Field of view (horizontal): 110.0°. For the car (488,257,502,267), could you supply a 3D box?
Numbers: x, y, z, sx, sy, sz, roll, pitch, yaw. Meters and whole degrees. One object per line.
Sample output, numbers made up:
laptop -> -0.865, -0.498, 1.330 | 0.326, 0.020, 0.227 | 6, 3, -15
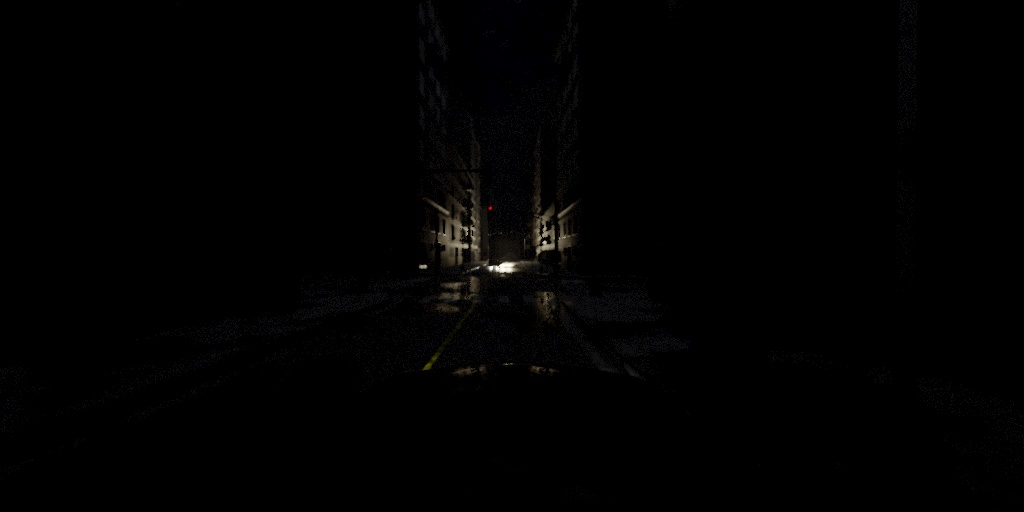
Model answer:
car -> -2.994, 1.046, 60.846 | 2.128, 1.511, 4.902 | 0, 1, 0
